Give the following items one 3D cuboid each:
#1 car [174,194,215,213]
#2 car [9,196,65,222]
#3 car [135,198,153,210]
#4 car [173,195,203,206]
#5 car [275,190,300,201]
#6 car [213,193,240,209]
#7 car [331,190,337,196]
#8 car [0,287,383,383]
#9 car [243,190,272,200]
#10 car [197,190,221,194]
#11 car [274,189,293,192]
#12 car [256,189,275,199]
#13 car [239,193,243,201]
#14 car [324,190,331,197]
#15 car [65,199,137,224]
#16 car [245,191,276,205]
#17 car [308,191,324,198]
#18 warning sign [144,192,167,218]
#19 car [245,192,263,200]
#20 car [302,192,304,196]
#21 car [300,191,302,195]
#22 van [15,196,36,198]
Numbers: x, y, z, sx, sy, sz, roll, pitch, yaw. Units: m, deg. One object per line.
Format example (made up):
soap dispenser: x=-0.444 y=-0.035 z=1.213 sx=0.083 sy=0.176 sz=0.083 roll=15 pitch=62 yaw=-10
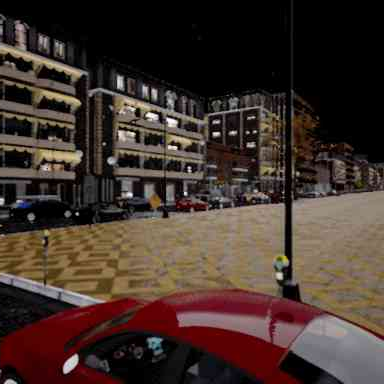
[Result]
car: x=0.033 y=1.257 z=32.612 sx=1.887 sy=1.381 sz=4.507 roll=1 pitch=2 yaw=35
car: x=-11.562 y=1.368 z=26.079 sx=1.882 sy=1.535 sz=5.008 roll=0 pitch=1 yaw=35
car: x=-5.773 y=1.332 z=34.420 sx=1.895 sy=1.301 sz=4.718 roll=0 pitch=1 yaw=35
car: x=-0.501 y=1.091 z=46.542 sx=1.947 sy=1.339 sz=4.313 roll=1 pitch=2 yaw=35
car: x=16.005 y=0.803 z=55.629 sx=1.752 sy=1.417 sz=4.829 roll=1 pitch=2 yaw=35
car: x=3.208 y=1.176 z=37.188 sx=2.008 sy=1.369 sz=4.403 roll=1 pitch=2 yaw=35
car: x=34.957 y=0.209 z=82.939 sx=1.967 sy=1.590 sz=4.097 roll=1 pitch=2 yaw=35
car: x=0.065 y=1.554 z=2.819 sx=4.507 sy=1.381 sz=1.887 roll=0 pitch=0 yaw=36
car: x=10.334 y=0.846 z=52.031 sx=1.882 sy=1.535 sz=5.008 roll=0 pitch=1 yaw=35
car: x=2.088 y=0.739 z=45.714 sx=2.150 sy=2.045 sz=5.566 roll=0 pitch=1 yaw=35
car: x=16.105 y=0.565 z=60.336 sx=2.097 sy=1.767 sz=4.553 roll=0 pitch=1 yaw=34
car: x=15.375 y=0.411 z=69.413 sx=2.192 sy=1.841 sz=5.009 roll=1 pitch=2 yaw=35
car: x=9.023 y=0.833 z=60.268 sx=1.947 sy=1.339 sz=4.313 roll=1 pitch=2 yaw=35
car: x=28.607 y=0.490 z=73.790 sx=2.008 sy=1.369 sz=4.403 roll=1 pitch=2 yaw=35
car: x=-6.316 y=1.453 z=23.463 sx=1.947 sy=1.339 sz=4.313 roll=1 pitch=2 yaw=35
car: x=9.558 y=1.003 z=46.339 sx=2.008 sy=1.369 sz=4.403 roll=1 pitch=2 yaw=35
car: x=25.433 y=0.575 z=69.216 sx=2.008 sy=1.369 sz=4.403 roll=1 pitch=2 yaw=35
warning sign: x=-2.701 y=0.960 z=24.546 sx=1.300 sy=1.860 sz=1.060 roll=-1 pitch=-1 yaw=35
car: x=12.101 y=0.709 z=64.703 sx=1.752 sy=1.417 sz=4.829 roll=1 pitch=2 yaw=35
car: x=28.072 y=0.300 z=87.720 sx=1.887 sy=1.381 sz=4.507 roll=1 pitch=2 yaw=35
car: x=24.898 y=0.156 z=83.139 sx=2.192 sy=1.841 sz=5.009 roll=1 pitch=2 yaw=35
van: x=-13.199 y=1.215 z=28.236 sx=1.690 sy=1.788 sz=3.998 roll=1 pitch=2 yaw=35
